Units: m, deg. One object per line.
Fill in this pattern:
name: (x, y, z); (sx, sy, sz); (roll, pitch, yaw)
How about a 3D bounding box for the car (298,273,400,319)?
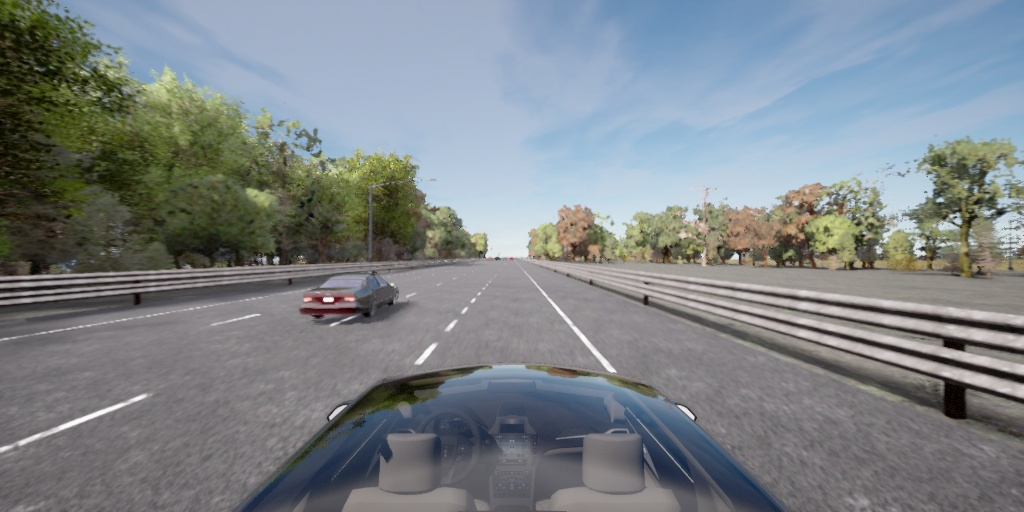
car: (-5.546, 1.327, 12.944); (2.033, 1.411, 5.357); (0, 0, -5)
